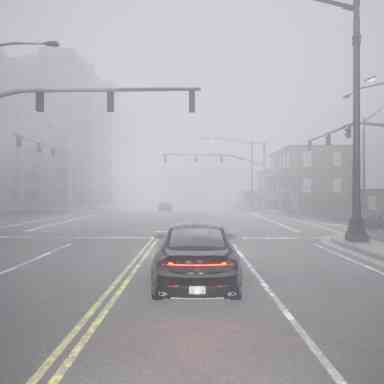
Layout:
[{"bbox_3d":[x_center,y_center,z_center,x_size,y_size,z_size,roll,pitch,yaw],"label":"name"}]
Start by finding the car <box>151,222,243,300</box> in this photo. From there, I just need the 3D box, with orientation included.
[{"bbox_3d":[0.095,1.505,8.353,1.837,1.490,4.892,0,0,0],"label":"car"}]

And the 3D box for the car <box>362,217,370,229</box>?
[{"bbox_3d":[16.051,2.655,28.237,4.181,1.385,1.994,8,0,0],"label":"car"}]

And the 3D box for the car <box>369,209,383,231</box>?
[{"bbox_3d":[16.643,2.389,24.445,5.566,2.045,2.150,9,0,-1],"label":"car"}]

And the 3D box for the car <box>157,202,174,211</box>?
[{"bbox_3d":[-3.627,2.066,45.589,1.837,1.490,4.892,0,-5,0],"label":"car"}]
